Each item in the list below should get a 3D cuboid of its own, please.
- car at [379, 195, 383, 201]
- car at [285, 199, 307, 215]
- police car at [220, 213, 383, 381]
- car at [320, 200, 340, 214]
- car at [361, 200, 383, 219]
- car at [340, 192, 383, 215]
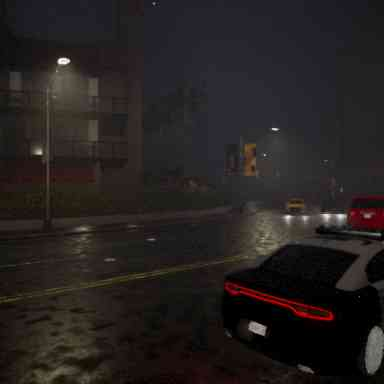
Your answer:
[{"bbox_3d":[44.128,1.375,74.274,1.816,1.474,4.193,0,0,-14],"label":"car"},{"bbox_3d":[10.582,1.459,33.773,1.882,1.535,5.008,0,0,18],"label":"car"},{"bbox_3d":[2.751,1.422,5.684,5.238,1.638,1.930,0,0,-40],"label":"police car"},{"bbox_3d":[14.418,1.548,34.361,1.994,1.385,4.181,0,0,16],"label":"car"},{"bbox_3d":[17.036,1.535,30.497,2.033,1.411,5.357,0,0,19],"label":"car"},{"bbox_3d":[9.970,1.216,17.780,2.150,2.045,5.566,0,0,39],"label":"car"}]
